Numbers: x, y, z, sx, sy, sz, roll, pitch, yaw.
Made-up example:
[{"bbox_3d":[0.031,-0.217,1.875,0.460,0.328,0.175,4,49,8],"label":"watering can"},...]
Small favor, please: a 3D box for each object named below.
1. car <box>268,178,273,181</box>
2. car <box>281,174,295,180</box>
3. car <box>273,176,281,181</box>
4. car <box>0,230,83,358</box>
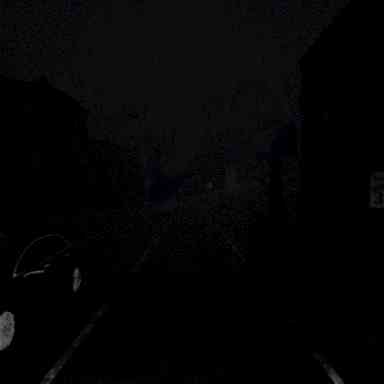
[{"bbox_3d":[22.241,-3.259,87.923,2.002,1.452,4.674,0,1,-2],"label":"car"},{"bbox_3d":[23.043,-3.294,76.879,2.185,1.767,4.553,0,1,-5],"label":"car"},{"bbox_3d":[22.584,-3.234,82.385,2.097,1.535,5.008,0,1,-4],"label":"car"},{"bbox_3d":[-3.492,1.542,6.084,1.837,1.490,4.892,0,0,0],"label":"car"}]
